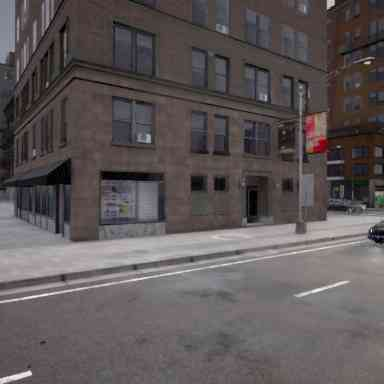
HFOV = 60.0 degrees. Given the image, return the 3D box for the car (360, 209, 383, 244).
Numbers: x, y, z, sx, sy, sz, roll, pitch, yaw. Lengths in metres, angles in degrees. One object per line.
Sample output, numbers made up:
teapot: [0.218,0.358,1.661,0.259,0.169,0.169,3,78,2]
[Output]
car: [9.975,1.547,14.807,5.357,1.411,2.033,0,0,-36]

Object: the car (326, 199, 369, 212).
car: [18.726,1.577,40.137,1.947,1.339,4.313,0,0,-35]

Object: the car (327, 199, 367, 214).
car: [15.654,1.482,34.977,2.128,1.511,4.902,0,0,-35]
